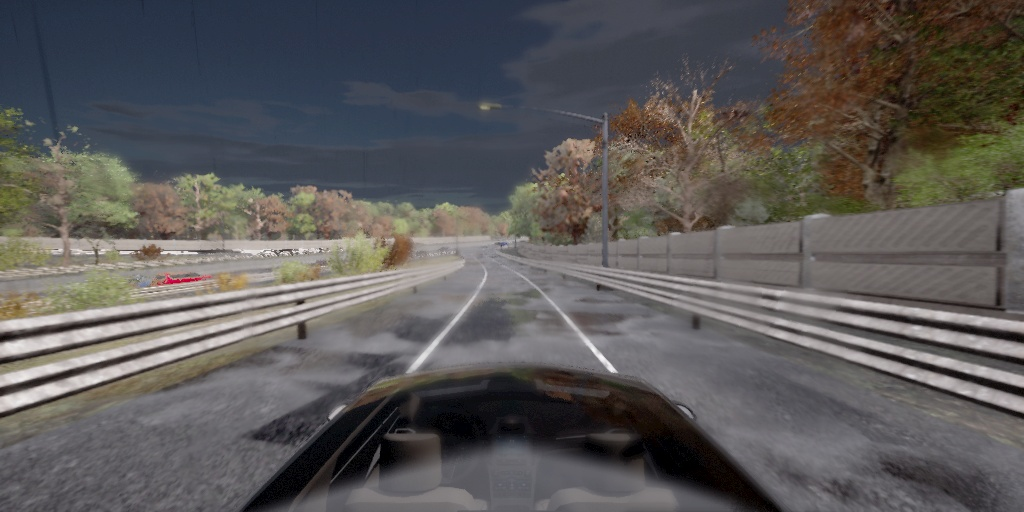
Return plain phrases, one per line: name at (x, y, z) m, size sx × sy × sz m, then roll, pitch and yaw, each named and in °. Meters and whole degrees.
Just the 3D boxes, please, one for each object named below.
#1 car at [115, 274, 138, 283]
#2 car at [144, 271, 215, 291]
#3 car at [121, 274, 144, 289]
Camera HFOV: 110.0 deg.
car at (-42.623, 2.827, 40.917) m, size 2.128 × 1.511 × 4.902 m, roll 1°, pitch 4°, yaw 15°
car at (-35.810, 2.670, 39.293) m, size 2.150 × 2.045 × 5.566 m, roll 1°, pitch 4°, yaw 15°
car at (-39.226, 2.940, 40.083) m, size 2.033 × 1.411 × 5.357 m, roll 1°, pitch 4°, yaw 15°
